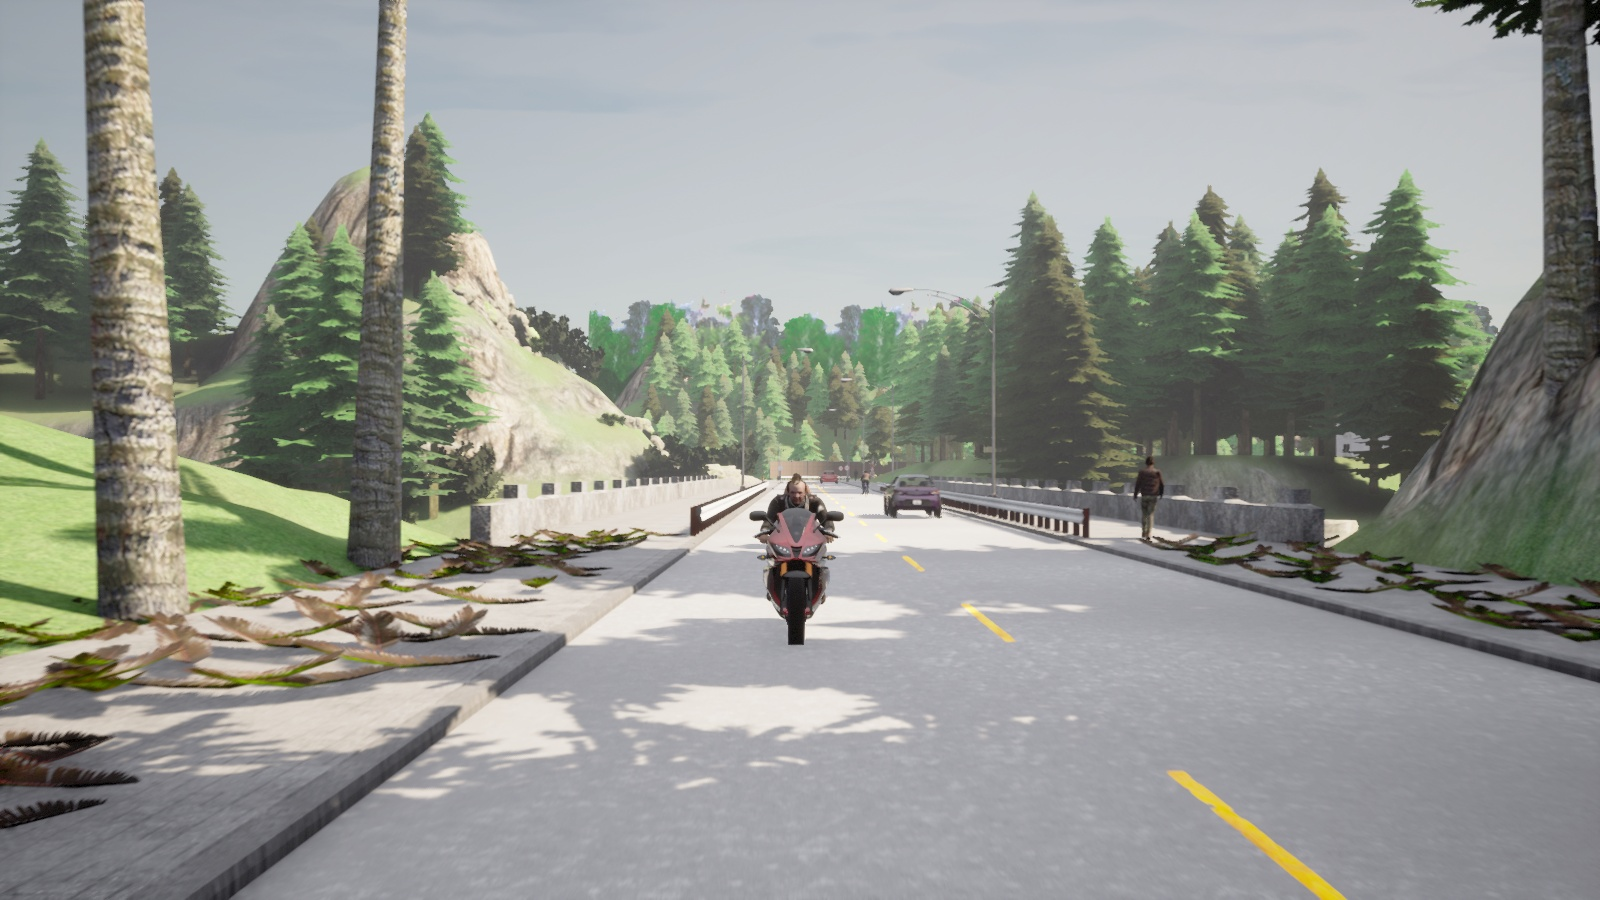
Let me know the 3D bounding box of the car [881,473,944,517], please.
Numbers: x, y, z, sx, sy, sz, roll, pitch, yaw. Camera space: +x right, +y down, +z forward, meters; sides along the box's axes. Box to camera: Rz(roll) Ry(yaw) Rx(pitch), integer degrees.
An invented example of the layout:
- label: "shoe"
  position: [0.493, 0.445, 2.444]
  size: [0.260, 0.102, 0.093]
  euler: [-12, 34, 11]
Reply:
- label: "car"
  position: [3.906, 1.552, 44.172]
  size: [1.816, 1.474, 4.193]
  euler: [0, -1, 0]

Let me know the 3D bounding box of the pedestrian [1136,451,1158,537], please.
- label: "pedestrian"
  position: [7.584, 0.953, 27.474]
  size: [0.431, 1.840, 0.703]
  euler: [0, -1, 15]

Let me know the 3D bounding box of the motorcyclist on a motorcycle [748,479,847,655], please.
- label: "motorcyclist on a motorcycle"
  position: [-0.026, 1.053, 12.136]
  size: [0.866, 1.530, 2.191]
  euler: [0, -1, 0]
